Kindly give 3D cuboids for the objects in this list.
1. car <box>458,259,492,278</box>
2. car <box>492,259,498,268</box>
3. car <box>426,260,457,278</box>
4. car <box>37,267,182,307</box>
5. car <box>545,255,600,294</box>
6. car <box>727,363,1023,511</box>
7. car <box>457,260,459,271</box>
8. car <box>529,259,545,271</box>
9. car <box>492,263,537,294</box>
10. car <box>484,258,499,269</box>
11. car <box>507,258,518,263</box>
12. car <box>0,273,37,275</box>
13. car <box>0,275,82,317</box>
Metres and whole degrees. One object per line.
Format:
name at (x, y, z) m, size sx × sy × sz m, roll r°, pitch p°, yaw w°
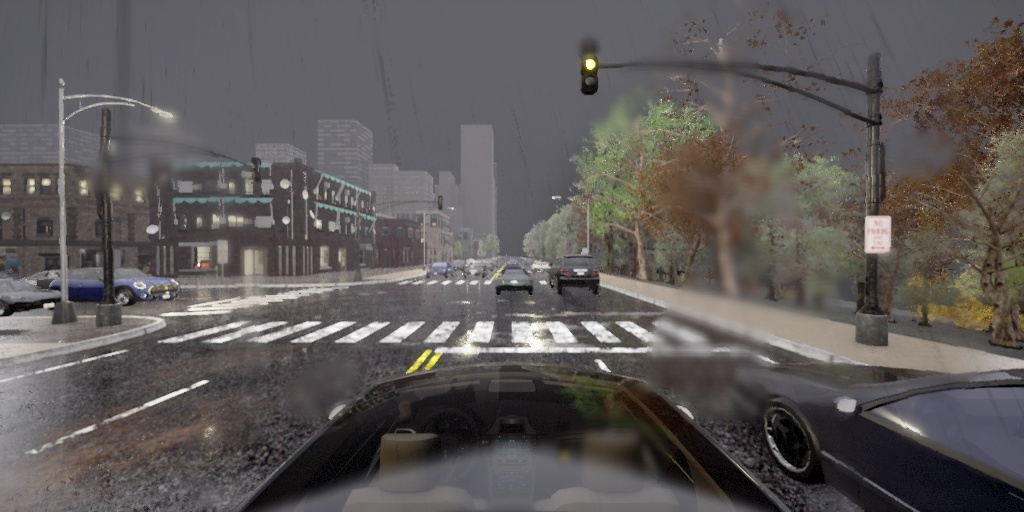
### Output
car at (-3.295, 1.208, 33.050) m, size 2.128 × 1.511 × 4.902 m, roll 0°, pitch 0°, yaw 0°
car at (-3.272, 1.194, 44.946) m, size 2.128 × 1.511 × 4.902 m, roll 0°, pitch 0°, yaw 0°
car at (-6.547, 1.242, 33.063) m, size 1.812 × 1.442 × 4.674 m, roll 0°, pitch 0°, yaw 0°
car at (-18.013, 1.291, 16.415) m, size 4.553 × 1.767 × 2.097 m, roll -1°, pitch 1°, yaw 2°
car at (3.380, 0.952, 20.279) m, size 2.150 × 2.045 × 5.566 m, roll 0°, pitch 0°, yaw 0°
car at (3.350, 1.297, 1.584) m, size 2.033 × 1.411 × 5.357 m, roll 0°, pitch 0°, yaw 0°
car at (-6.524, 1.209, 43.908) m, size 1.837 × 1.490 × 4.892 m, roll 0°, pitch 0°, yaw 0°
car at (3.415, 1.304, 43.967) m, size 1.895 × 1.301 × 4.718 m, roll 0°, pitch 0°, yaw 0°
car at (0.130, 1.295, 20.179) m, size 1.994 × 1.385 × 4.181 m, roll 0°, pitch 0°, yaw 0°
car at (-3.236, 1.178, 57.350) m, size 2.128 × 1.511 × 4.902 m, roll 0°, pitch 0°, yaw 0°
car at (0.094, 1.227, 63.741) m, size 2.033 × 1.411 × 5.357 m, roll 0°, pitch 0°, yaw 0°
car at (-29.644, 1.638, 19.706) m, size 4.718 × 1.301 × 1.895 m, roll -1°, pitch 1°, yaw 0°
car at (-19.928, 1.555, 13.769) m, size 4.313 × 1.339 × 1.948 m, roll 0°, pitch 0°, yaw 0°
